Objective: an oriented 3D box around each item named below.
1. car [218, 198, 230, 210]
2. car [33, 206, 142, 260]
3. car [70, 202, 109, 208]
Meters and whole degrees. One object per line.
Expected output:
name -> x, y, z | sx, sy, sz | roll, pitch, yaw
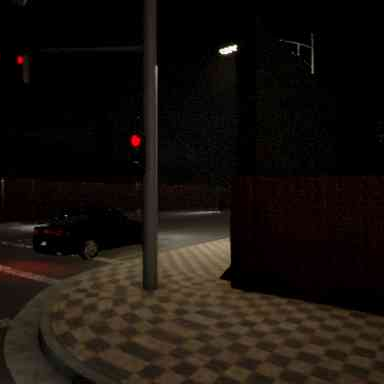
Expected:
car -> 5.122, 1.537, 42.927 | 2.128, 1.511, 4.902 | 0, 0, 36
car -> -3.424, 1.470, 12.602 | 1.882, 1.535, 5.008 | -1, -1, 30
car -> -7.914, 1.551, 24.775 | 1.837, 1.490, 4.892 | 0, 0, 36
